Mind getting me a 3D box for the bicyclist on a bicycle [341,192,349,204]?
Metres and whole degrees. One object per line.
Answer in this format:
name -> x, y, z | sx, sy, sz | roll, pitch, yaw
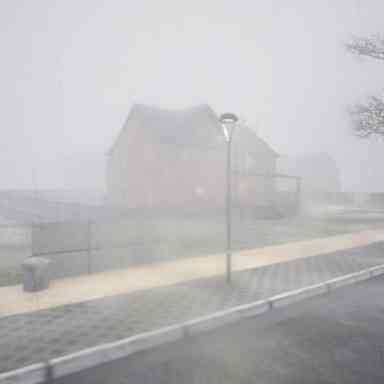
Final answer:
bicyclist on a bicycle -> 19.639, 0.789, 42.719 | 1.656, 1.620, 0.582 | 0, 1, -31
